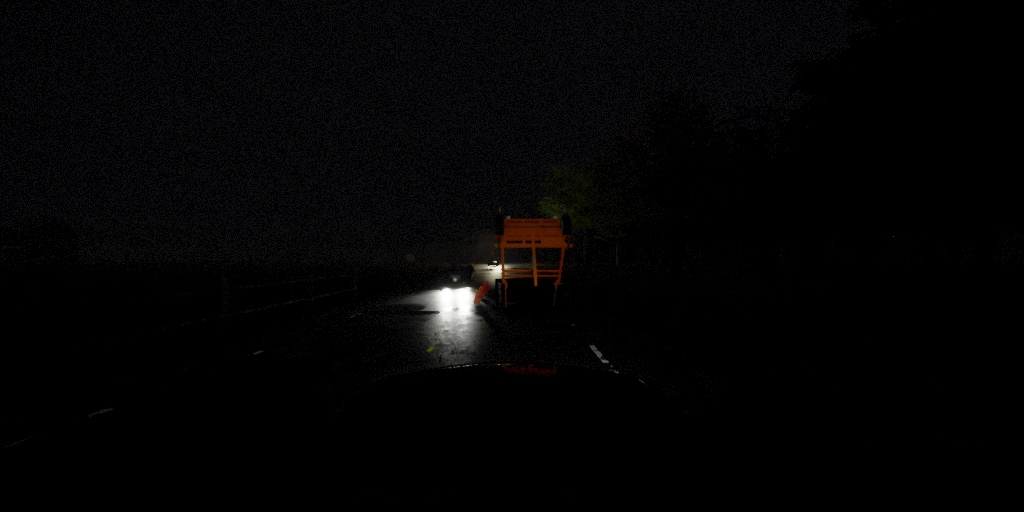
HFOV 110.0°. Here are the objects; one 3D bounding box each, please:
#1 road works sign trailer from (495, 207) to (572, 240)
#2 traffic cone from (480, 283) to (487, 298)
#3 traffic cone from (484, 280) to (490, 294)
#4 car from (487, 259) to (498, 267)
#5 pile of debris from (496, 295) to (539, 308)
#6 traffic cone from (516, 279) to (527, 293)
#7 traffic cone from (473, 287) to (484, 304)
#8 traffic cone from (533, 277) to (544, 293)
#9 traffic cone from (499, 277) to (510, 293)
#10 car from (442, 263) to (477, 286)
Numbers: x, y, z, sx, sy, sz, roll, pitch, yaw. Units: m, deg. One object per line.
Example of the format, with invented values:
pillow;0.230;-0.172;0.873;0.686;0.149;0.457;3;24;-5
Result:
road works sign trailer;0.629;-2.366;10.118;2.380;3.560;2.880;0;0;0
traffic cone;-1.459;1.692;16.908;0.340;0.580;0.340;0;0;0
traffic cone;-1.455;1.690;18.909;0.340;0.580;0.340;0;0;0
car;-3.439;1.204;65.304;2.033;1.411;5.357;0;0;1
pile of debris;0.022;1.904;14.912;1.860;0.140;1.500;0;0;0
traffic cone;0.546;1.688;20.905;0.340;0.580;0.340;0;0;0
traffic cone;-1.462;1.694;14.909;0.340;0.580;0.340;0;0;0
traffic cone;1.545;1.688;20.903;0.340;0.580;0.340;0;0;0
traffic cone;-0.453;1.688;20.906;0.340;0.580;0.340;0;0;0
car;-3.557;1.219;24.919;2.128;1.511;4.902;0;0;0
